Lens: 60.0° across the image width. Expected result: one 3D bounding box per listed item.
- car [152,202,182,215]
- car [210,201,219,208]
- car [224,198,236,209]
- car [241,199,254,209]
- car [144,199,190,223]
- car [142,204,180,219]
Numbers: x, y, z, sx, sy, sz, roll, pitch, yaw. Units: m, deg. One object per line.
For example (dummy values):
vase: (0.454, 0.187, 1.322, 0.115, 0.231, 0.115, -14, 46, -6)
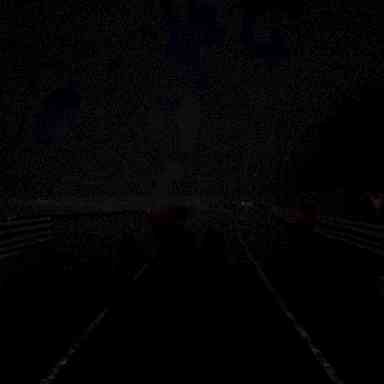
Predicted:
car: (-3.131, 2.120, 43.272, 1.837, 1.490, 4.892, 1, -1, 24)
car: (4.787, 2.676, 71.743, 2.128, 1.511, 4.902, 0, -1, 5)
car: (7.847, 2.342, 68.471, 2.150, 2.045, 5.566, 1, -1, 8)
car: (10.833, 2.309, 65.236, 2.150, 2.045, 5.566, 1, -1, 10)
car: (-2.032, 1.756, 29.972, 2.097, 1.767, 4.553, 0, -1, 30)
car: (-3.189, 2.045, 35.130, 1.994, 1.385, 4.181, 0, -1, 27)
